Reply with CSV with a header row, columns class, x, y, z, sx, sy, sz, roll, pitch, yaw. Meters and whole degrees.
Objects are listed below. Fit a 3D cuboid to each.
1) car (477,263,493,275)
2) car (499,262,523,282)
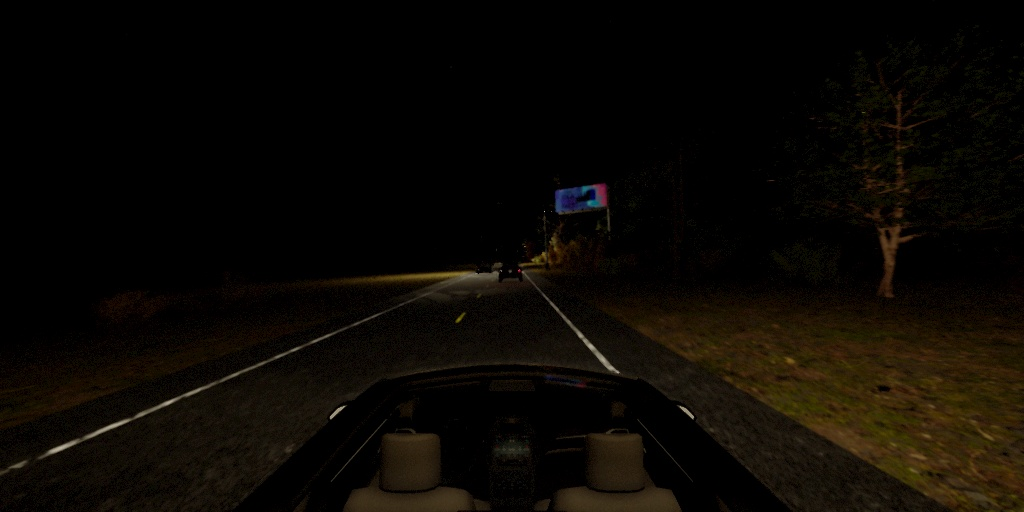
class,x,y,z,sx,sy,sz,roll,pitch,yaw
car,-3.698,1.671,49.022,1.882,1.535,5.008,-2,0,0
car,-0.135,1.349,32.969,2.097,1.767,4.553,-2,-1,0
